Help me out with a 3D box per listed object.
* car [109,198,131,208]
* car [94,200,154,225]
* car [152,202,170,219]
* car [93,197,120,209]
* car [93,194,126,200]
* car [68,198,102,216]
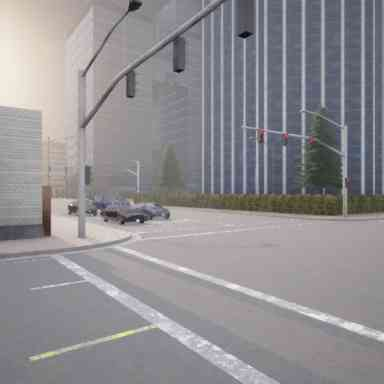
[{"bbox_3d":[-11.270,1.619,51.878,1.994,1.385,4.181,0,0,-36],"label":"car"},{"bbox_3d":[-5.299,1.603,25.237,2.033,1.411,5.357,0,0,-36],"label":"car"},{"bbox_3d":[-3.705,1.581,29.051,1.812,1.442,4.674,0,0,-36],"label":"car"},{"bbox_3d":[-12.198,1.547,47.172,2.128,1.511,4.902,0,0,-36],"label":"car"},{"bbox_3d":[-9.368,1.277,36.922,2.150,2.045,5.566,0,0,-36],"label":"car"},{"bbox_3d":[-10.970,1.560,33.146,1.837,1.490,4.892,0,0,-36],"label":"car"}]
